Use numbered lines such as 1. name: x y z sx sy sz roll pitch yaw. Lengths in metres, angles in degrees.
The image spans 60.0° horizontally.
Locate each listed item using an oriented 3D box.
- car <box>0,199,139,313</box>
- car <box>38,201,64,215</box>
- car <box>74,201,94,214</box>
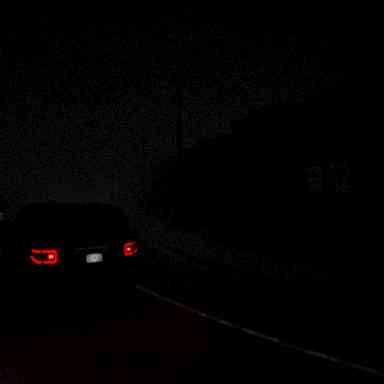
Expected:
1. car: -3.237 1.275 8.151 2.150 2.045 5.566 0 0 -34
2. car: -16.142 1.776 38.413 2.033 1.411 5.357 1 -1 -15
3. car: -13.072 1.824 40.495 2.033 1.411 5.357 1 -1 -15
